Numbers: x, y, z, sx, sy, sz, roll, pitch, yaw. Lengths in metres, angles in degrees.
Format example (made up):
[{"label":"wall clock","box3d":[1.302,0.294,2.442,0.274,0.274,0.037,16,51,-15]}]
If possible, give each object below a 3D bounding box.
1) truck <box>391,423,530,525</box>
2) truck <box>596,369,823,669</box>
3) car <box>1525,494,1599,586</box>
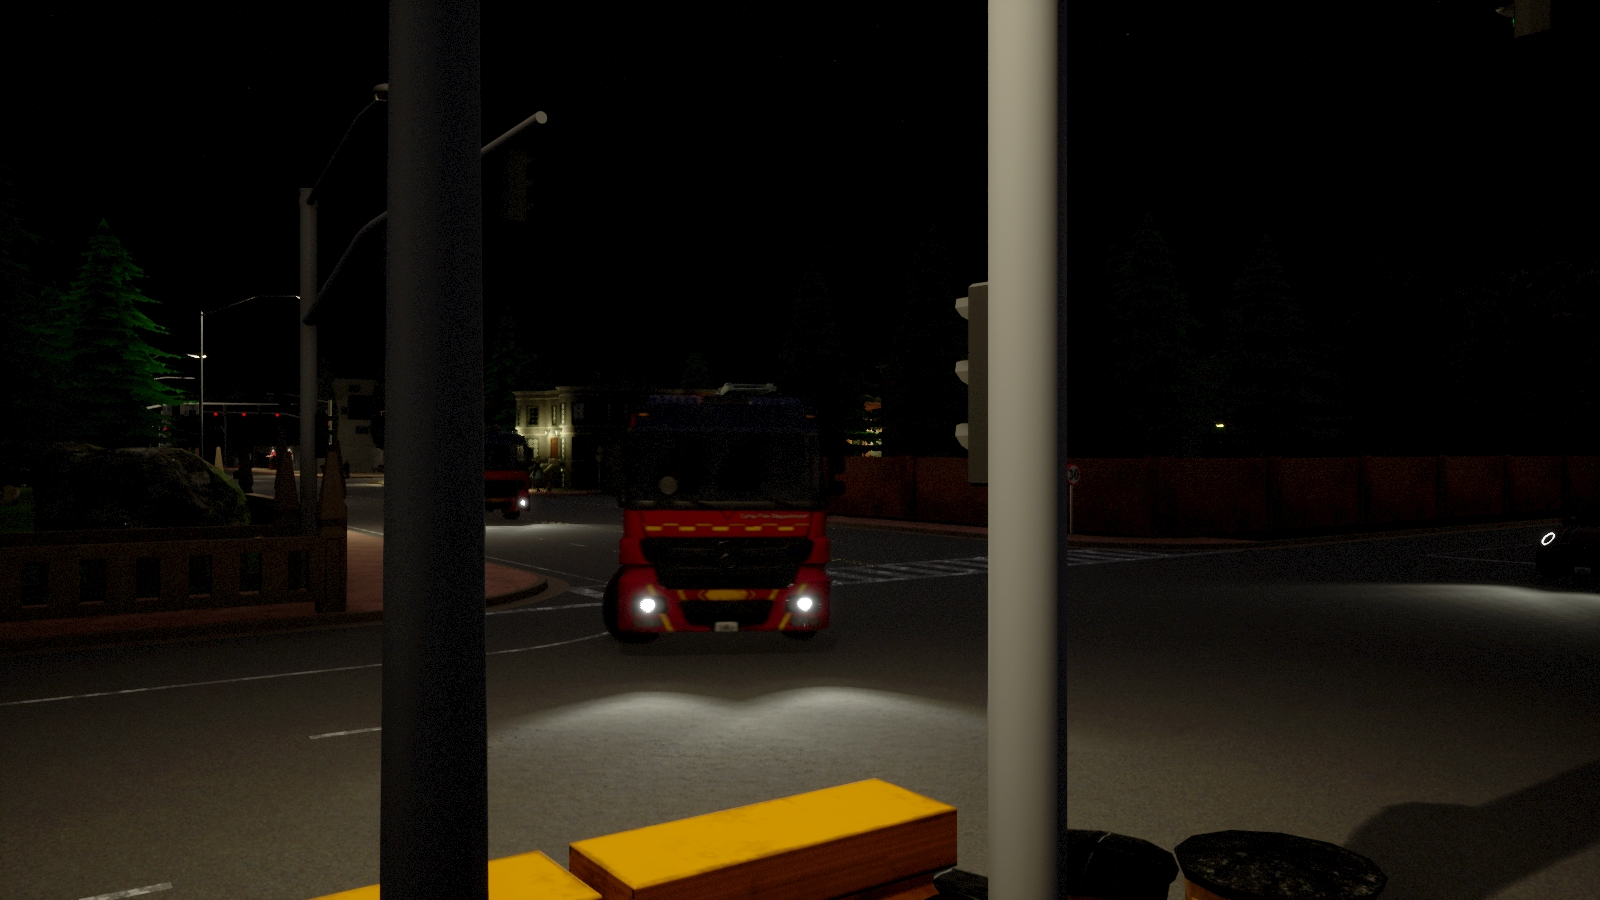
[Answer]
[{"label":"truck","box3d":[-14.124,0.890,47.018,2.891,3.827,8.468,0,0,-35]},{"label":"truck","box3d":[-1.651,0.890,18.965,2.891,3.827,8.468,0,0,-7]},{"label":"car","box3d":[18.010,1.906,24.946,4.553,1.767,2.097,0,0,-35]}]
